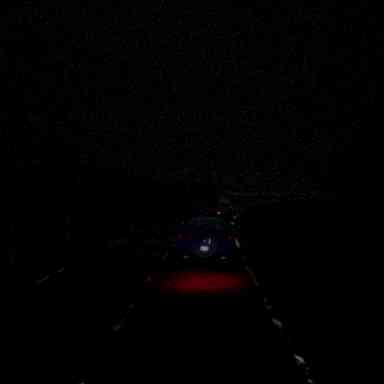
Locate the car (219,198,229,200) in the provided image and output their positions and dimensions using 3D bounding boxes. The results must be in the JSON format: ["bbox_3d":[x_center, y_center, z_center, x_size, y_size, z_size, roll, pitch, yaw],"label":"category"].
[{"bbox_3d":[5.212,1.711,54.880,1.812,1.442,4.674,0,0,16],"label":"car"}]

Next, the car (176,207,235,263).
[{"bbox_3d":[0.576,1.541,12.385,1.882,1.535,5.008,0,0,5],"label":"car"}]

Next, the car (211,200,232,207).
[{"bbox_3d":[2.592,1.692,29.847,1.994,1.385,4.181,0,0,9],"label":"car"}]
